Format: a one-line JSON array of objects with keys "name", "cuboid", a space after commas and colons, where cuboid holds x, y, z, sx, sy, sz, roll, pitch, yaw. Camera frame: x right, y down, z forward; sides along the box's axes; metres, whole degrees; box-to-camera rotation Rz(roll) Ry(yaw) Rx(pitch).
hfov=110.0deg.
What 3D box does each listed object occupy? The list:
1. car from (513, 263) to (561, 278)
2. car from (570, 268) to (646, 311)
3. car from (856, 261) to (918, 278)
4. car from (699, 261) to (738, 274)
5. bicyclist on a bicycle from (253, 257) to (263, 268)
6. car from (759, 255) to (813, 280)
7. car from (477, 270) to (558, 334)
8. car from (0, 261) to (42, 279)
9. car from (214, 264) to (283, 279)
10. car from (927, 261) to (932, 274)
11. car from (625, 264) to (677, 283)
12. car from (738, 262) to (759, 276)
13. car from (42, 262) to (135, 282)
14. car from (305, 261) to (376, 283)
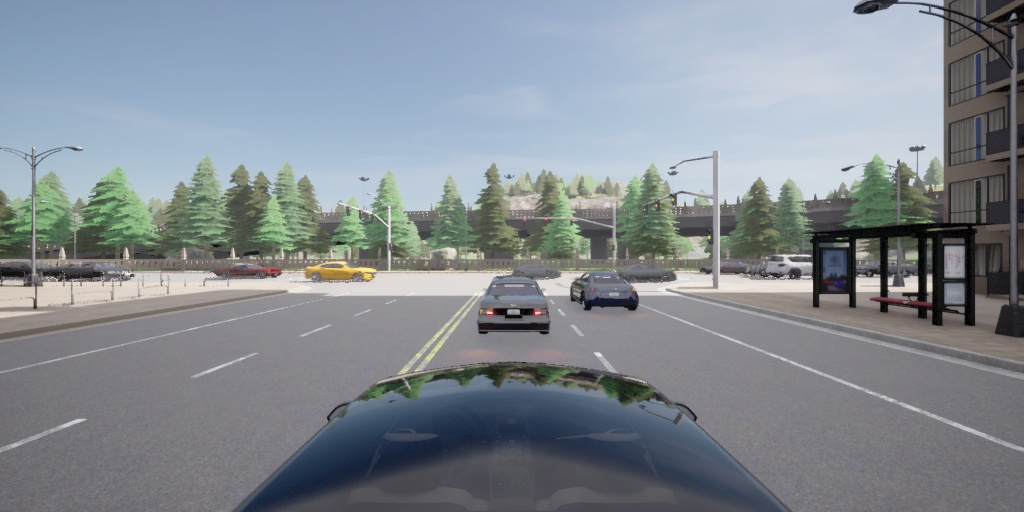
[{"name": "car", "cuboid": [2.060, 1.284, 30.227, 4.181, 1.385, 1.994, 0, 0, 1]}, {"name": "car", "cuboid": [3.577, 1.314, 14.551, 1.994, 1.385, 4.181, 0, 0, 0]}, {"name": "car", "cuboid": [33.860, 1.186, 33.007, 4.902, 1.511, 2.128, 0, 0, 6]}, {"name": "car", "cuboid": [22.405, 1.242, 37.129, 5.357, 1.411, 2.033, 0, 0, 1]}, {"name": "bicyclist on a bicycle", "cuboid": [-29.468, 0.995, 41.636, 0.582, 1.620, 1.656, 0, 0, 1]}, {"name": "car", "cuboid": [24.390, 0.916, 29.932, 5.566, 2.045, 2.150, 0, 0, 1]}, {"name": "car", "cuboid": [0.058, 1.297, 10.540, 2.033, 1.411, 5.357, 0, 0, 1]}, {"name": "car", "cuboid": [-41.047, 1.172, 30.468, 5.008, 1.535, 1.882, 0, 0, -4]}, {"name": "car", "cuboid": [-22.334, 1.295, 30.551, 4.718, 1.301, 1.895, 0, 0, 1]}, {"name": "car", "cuboid": [40.977, 1.220, 35.164, 4.674, 1.442, 1.812, 0, 0, 17]}, {"name": "car", "cuboid": [9.928, 1.263, 26.620, 4.181, 1.385, 1.994, 0, 0, 1]}, {"name": "car", "cuboid": [24.522, 1.186, 33.549, 4.902, 1.511, 2.128, 0, 0, 2]}, {"name": "car", "cuboid": [-31.512, 1.186, 27.125, 4.902, 1.511, 2.128, 0, 0, 0]}, {"name": "car", "cuboid": [-12.793, 1.176, 26.927, 5.008, 1.535, 1.882, 0, 0, 1]}]
